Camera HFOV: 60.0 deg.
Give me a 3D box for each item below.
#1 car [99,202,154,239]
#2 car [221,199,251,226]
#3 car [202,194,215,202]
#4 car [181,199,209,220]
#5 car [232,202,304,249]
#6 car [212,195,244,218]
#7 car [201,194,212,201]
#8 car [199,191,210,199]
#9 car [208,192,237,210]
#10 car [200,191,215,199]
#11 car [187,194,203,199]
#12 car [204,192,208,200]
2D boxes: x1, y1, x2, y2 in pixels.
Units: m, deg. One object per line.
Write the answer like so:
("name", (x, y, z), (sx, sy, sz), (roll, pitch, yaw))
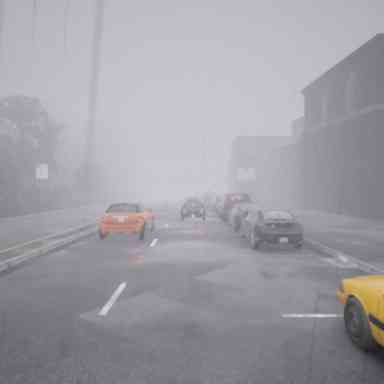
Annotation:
("car", (-3.159, 1.263, 16.889), (2.097, 1.767, 4.553), (0, 0, 0))
("car", (3.216, 1.377, 19.624), (2.231, 1.521, 4.892), (0, 0, 0))
("car", (3.185, 1.143, 63.823), (2.231, 1.521, 4.892), (0, 0, 0))
("car", (0.085, 1.460, 26.590), (1.895, 1.301, 4.718), (0, 0, 0))
("car", (3.217, 1.406, 14.098), (2.231, 1.521, 4.892), (0, 0, 0))
("car", (3.207, 1.313, 30.990), (1.946, 1.575, 5.366), (0, 0, 0))
("car", (3.182, 1.113, 74.910), (2.163, 1.488, 4.792), (0, 0, 0))
("car", (3.169, 0.774, 85.955), (2.435, 2.045, 5.566), (0, 0, 0))
("car", (3.203, 1.162, 36.297), (2.185, 1.767, 4.553), (0, 0, 0))
("car", (3.189, 0.920, 58.331), (2.435, 2.045, 5.566), (0, 0, 0))
("car", (0.075, 1.285, 41.711), (1.837, 1.490, 4.892), (0, 1, 0))
("car", (3.251, 1.222, 48.912), (2.231, 1.521, 4.892), (0, 0, 1))
